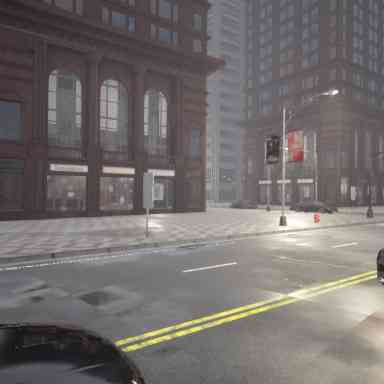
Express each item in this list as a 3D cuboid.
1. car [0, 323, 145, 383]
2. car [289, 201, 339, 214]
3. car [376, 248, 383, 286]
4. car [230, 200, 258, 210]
[{"bbox_3d":[-2.545,1.492,1.624,4.902,1.511,2.128,0,0,-36],"label":"car"},{"bbox_3d":[13.497,1.725,37.222,2.033,1.411,5.357,1,-1,-35],"label":"car"},{"bbox_3d":[6.261,1.516,7.904,4.892,1.490,1.837,0,0,-35],"label":"car"},{"bbox_3d":[7.159,1.792,46.125,1.994,1.385,4.181,1,-1,-35],"label":"car"}]
